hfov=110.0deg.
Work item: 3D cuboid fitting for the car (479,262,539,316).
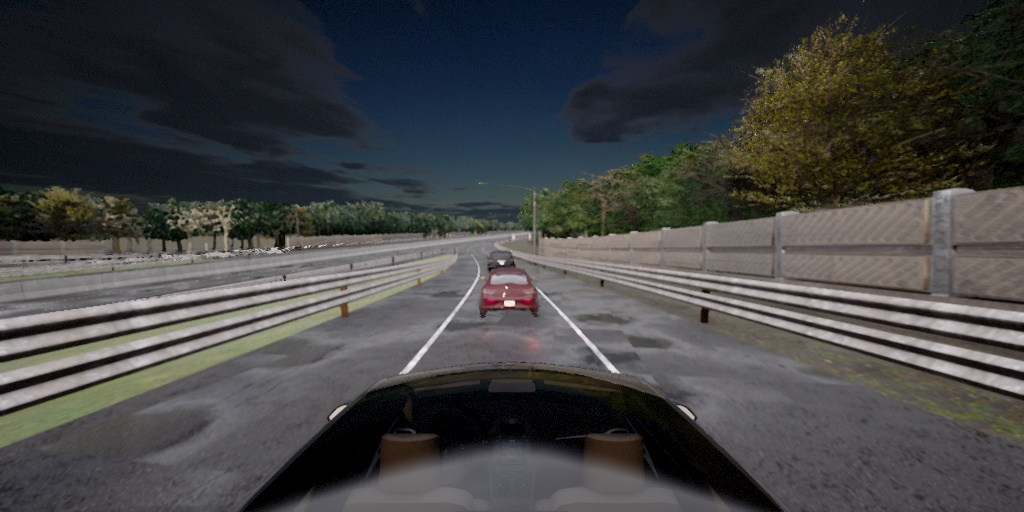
[{"bbox_3d":[-0.129,1.130,12.431,1.812,1.442,4.674,0,1,-1],"label":"car"}]

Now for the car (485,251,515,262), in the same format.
[{"bbox_3d":[-0.929,0.602,28.977,2.150,2.045,5.566,0,1,-4],"label":"car"}]
